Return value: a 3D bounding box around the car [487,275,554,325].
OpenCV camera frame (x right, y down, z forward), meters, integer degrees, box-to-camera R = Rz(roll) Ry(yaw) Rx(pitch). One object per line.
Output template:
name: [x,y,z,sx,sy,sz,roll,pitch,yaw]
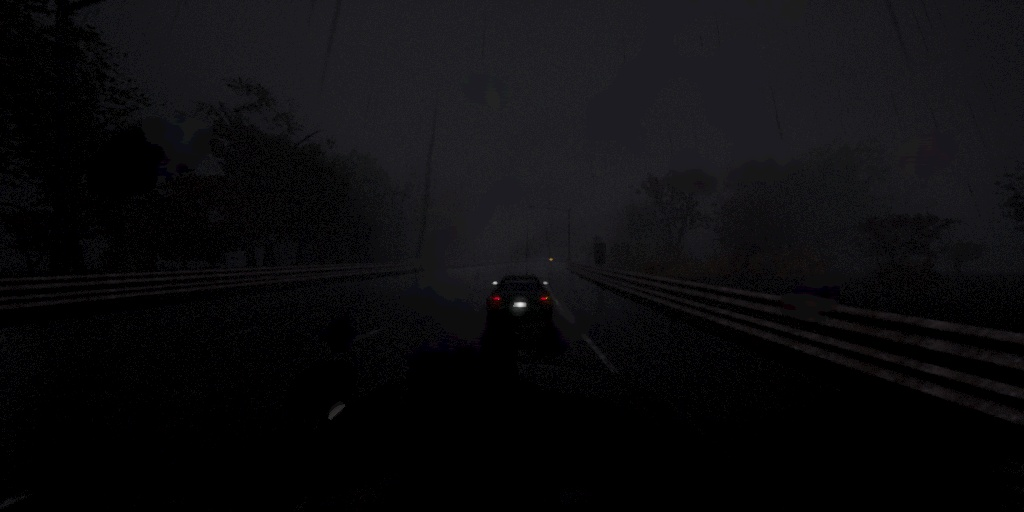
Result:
car: [0.274,1.316,11.905,1.994,1.385,4.181,0,0,1]
